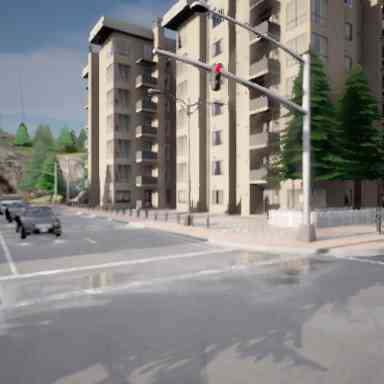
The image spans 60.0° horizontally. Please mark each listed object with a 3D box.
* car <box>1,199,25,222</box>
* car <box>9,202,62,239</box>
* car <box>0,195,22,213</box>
[{"bbox_3d":[-13.586,1.554,26.355,2.128,1.511,4.902,0,0,-32],"label":"car"},{"bbox_3d":[-8.273,1.536,17.804,2.128,1.511,4.902,0,0,-32],"label":"car"},{"bbox_3d":[-19.301,1.303,35.607,2.150,2.045,5.566,0,0,-31],"label":"car"}]
